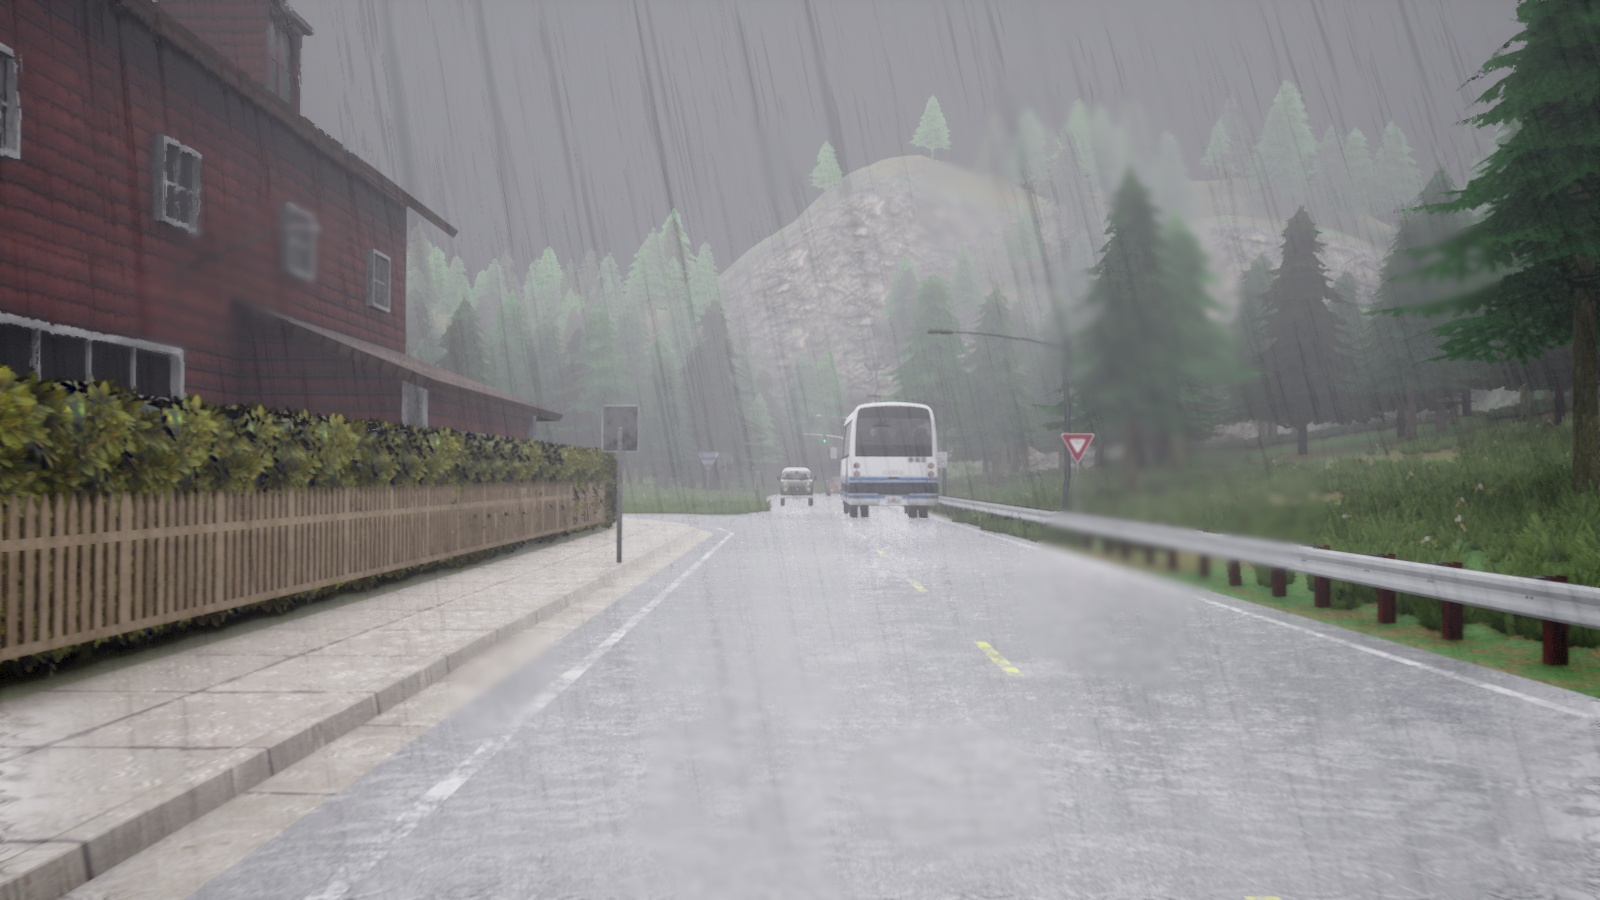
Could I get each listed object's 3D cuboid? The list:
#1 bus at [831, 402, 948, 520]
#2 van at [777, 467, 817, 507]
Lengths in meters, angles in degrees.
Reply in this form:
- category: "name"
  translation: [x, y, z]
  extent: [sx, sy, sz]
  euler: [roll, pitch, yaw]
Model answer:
- category: "bus"
  translation: [3.372, 0.503, 50.609]
  extent: [3.944, 4.253, 10.273]
  euler: [0, -1, 0]
- category: "van"
  translation: [-0.168, 1.968, 66.908]
  extent: [2.069, 2.038, 4.480]
  euler: [0, -1, 0]
